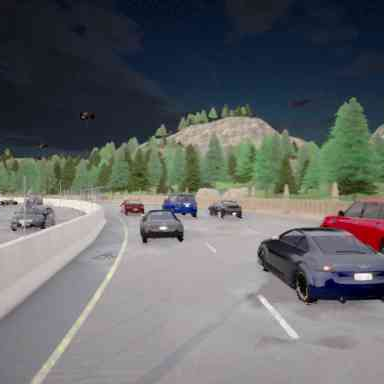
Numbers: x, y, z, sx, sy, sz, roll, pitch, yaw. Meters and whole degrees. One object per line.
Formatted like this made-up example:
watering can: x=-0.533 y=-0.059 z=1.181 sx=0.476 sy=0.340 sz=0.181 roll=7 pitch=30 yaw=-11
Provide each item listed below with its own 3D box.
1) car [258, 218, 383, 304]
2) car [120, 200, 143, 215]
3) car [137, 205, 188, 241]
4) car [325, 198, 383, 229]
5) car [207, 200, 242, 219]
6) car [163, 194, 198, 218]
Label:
car: x=3.037 y=1.553 z=8.214 sx=1.994 sy=1.385 sz=4.181 roll=0 pitch=0 yaw=-5
car: x=-6.165 y=1.506 z=33.881 sx=1.882 sy=1.535 sz=5.008 roll=0 pitch=0 yaw=-20
car: x=-1.597 y=1.572 z=16.749 sx=1.994 sy=1.385 sz=4.181 roll=0 pitch=0 yaw=-9
car: x=6.332 y=1.199 z=10.834 sx=2.150 sy=2.045 sz=5.566 roll=0 pitch=0 yaw=-6
car: x=2.770 y=1.498 z=28.945 sx=1.837 sy=1.490 sz=4.892 roll=0 pitch=0 yaw=-15
car: x=-1.181 y=1.230 z=30.115 sx=2.150 sy=2.045 sz=5.566 roll=0 pitch=0 yaw=-17
